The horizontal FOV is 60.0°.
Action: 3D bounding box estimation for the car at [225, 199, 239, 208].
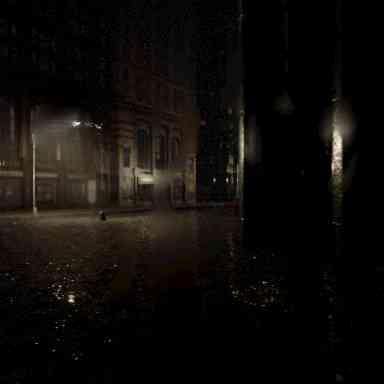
[{"bbox_3d":[6.476,1.681,48.460,1.994,1.385,4.181,0,0,36],"label":"car"}]
